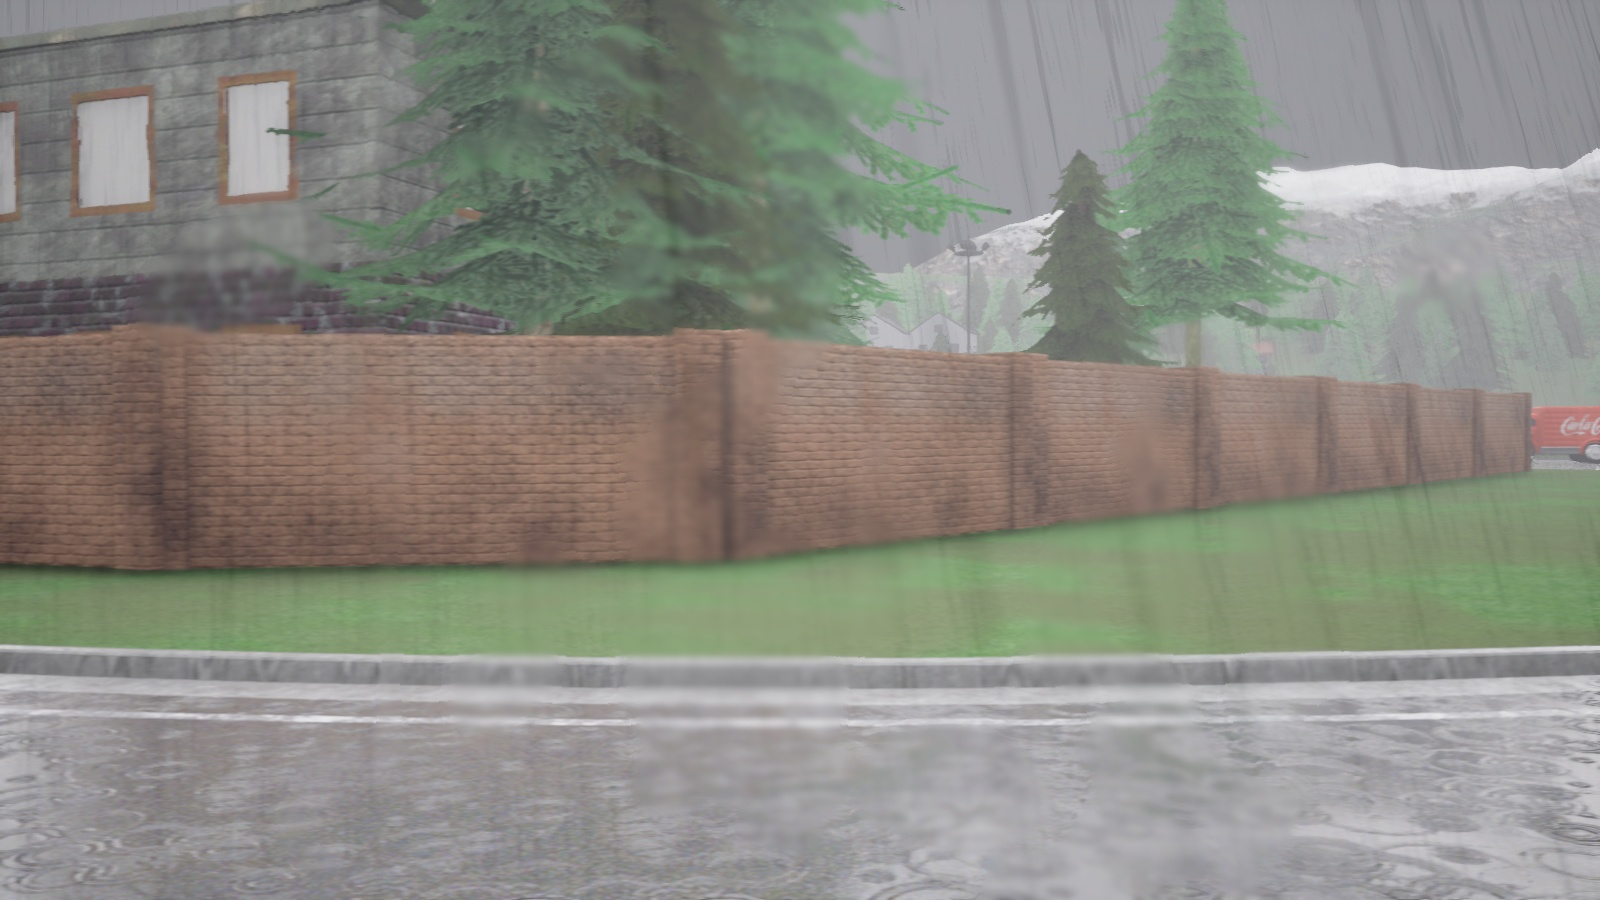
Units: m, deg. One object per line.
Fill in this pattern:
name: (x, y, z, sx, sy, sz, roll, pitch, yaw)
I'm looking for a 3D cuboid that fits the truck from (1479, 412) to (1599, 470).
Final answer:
truck: (32.695, -0.411, 54.592, 5.204, 2.467, 2.627, 1, 1, 19)
